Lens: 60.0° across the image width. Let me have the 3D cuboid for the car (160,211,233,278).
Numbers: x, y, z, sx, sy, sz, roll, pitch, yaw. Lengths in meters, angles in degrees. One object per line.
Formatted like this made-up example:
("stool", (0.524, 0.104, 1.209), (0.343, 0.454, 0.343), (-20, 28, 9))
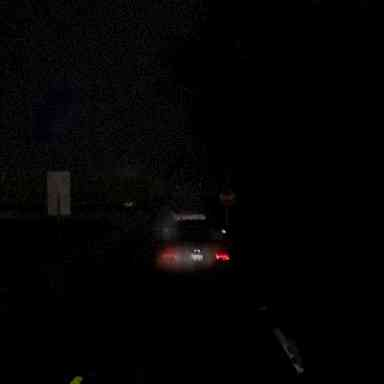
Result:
("car", (0.111, 1.537, 10.097), (2.033, 1.411, 5.357), (0, 0, 0))

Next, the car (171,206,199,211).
("car", (-0.452, 1.562, 21.537), (1.895, 1.301, 4.718), (0, 0, -8))
